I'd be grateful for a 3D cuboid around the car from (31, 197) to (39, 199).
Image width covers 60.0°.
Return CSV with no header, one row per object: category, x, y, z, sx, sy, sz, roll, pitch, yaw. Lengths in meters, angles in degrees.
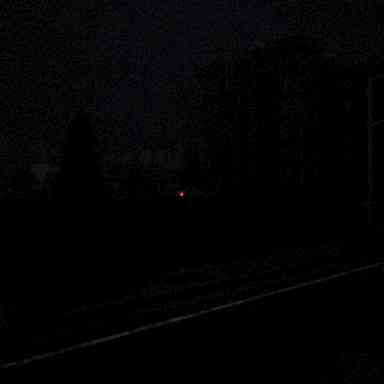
car,-26.342,1.526,55.792,4.674,1.442,1.812,0,0,-37
